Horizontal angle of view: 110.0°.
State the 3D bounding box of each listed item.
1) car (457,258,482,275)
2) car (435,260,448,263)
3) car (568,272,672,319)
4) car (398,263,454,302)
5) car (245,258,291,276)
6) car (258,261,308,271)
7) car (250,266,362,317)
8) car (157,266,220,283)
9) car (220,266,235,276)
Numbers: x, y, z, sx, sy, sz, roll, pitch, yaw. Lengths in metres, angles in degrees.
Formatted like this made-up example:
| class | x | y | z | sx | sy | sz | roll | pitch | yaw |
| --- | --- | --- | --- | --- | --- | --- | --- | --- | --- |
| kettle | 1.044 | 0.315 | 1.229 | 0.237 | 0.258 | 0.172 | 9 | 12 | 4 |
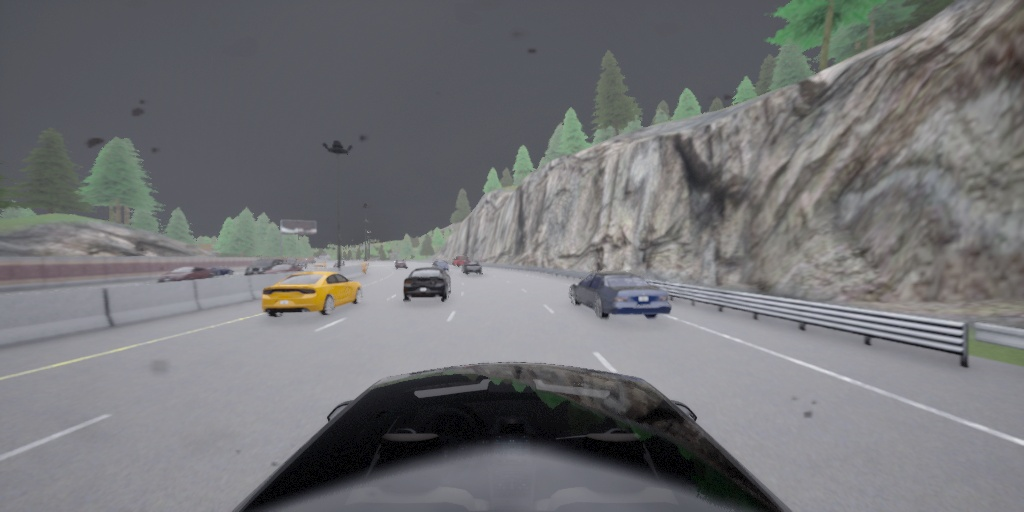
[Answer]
| class | x | y | z | sx | sy | sz | roll | pitch | yaw |
| --- | --- | --- | --- | --- | --- | --- | --- | --- | --- |
| car | -4.551 | 1.309 | 40.175 | 2.128 | 1.511 | 4.902 | 0 | 0 | -14 |
| car | -9.816 | 1.432 | 48.513 | 2.033 | 1.411 | 5.357 | -1 | 0 | -20 |
| car | 3.464 | 1.258 | 12.578 | 2.033 | 1.411 | 5.357 | -1 | 0 | -5 |
| car | -4.061 | 1.282 | 17.686 | 1.882 | 1.535 | 5.008 | 0 | 0 | -7 |
| car | -25.746 | 1.297 | 37.685 | 2.150 | 2.045 | 5.566 | -1 | 0 | -14 |
| car | -21.102 | 1.496 | 33.329 | 1.882 | 1.535 | 5.008 | -1 | 0 | -13 |
| car | -7.389 | 1.322 | 13.798 | 1.882 | 1.535 | 5.008 | 0 | 0 | -5 |
| car | -27.429 | 1.621 | 30.376 | 1.812 | 1.442 | 4.674 | -1 | 0 | -10 |
| car | -34.045 | 1.781 | 41.258 | 1.895 | 1.301 | 4.718 | -1 | 0 | -17 |
